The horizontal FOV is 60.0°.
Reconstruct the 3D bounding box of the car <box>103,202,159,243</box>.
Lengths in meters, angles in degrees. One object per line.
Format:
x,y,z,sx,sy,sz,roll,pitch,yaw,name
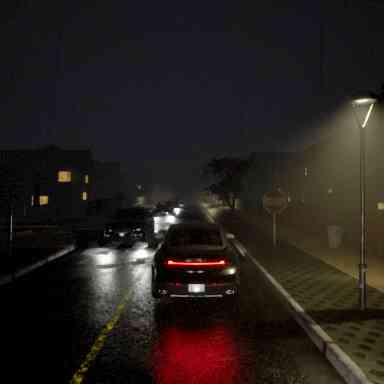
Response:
-2.896,1.459,16.074,1.837,1.490,4.892,-1,1,0,car

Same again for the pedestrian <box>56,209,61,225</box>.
-9.958,1.476,24.862,0.375,1.860,0.375,0,-2,5,pedestrian

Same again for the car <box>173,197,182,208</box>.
-2.922,1.756,50.841,1.895,1.301,4.718,0,0,0,car

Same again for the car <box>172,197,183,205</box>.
-2.901,1.723,65.873,1.882,1.535,5.008,0,-1,0,car

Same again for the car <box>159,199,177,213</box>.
-2.914,1.686,35.309,1.895,1.301,4.718,0,0,0,car

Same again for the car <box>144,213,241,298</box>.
0.084,1.517,8.524,1.837,1.490,4.892,0,0,0,car
